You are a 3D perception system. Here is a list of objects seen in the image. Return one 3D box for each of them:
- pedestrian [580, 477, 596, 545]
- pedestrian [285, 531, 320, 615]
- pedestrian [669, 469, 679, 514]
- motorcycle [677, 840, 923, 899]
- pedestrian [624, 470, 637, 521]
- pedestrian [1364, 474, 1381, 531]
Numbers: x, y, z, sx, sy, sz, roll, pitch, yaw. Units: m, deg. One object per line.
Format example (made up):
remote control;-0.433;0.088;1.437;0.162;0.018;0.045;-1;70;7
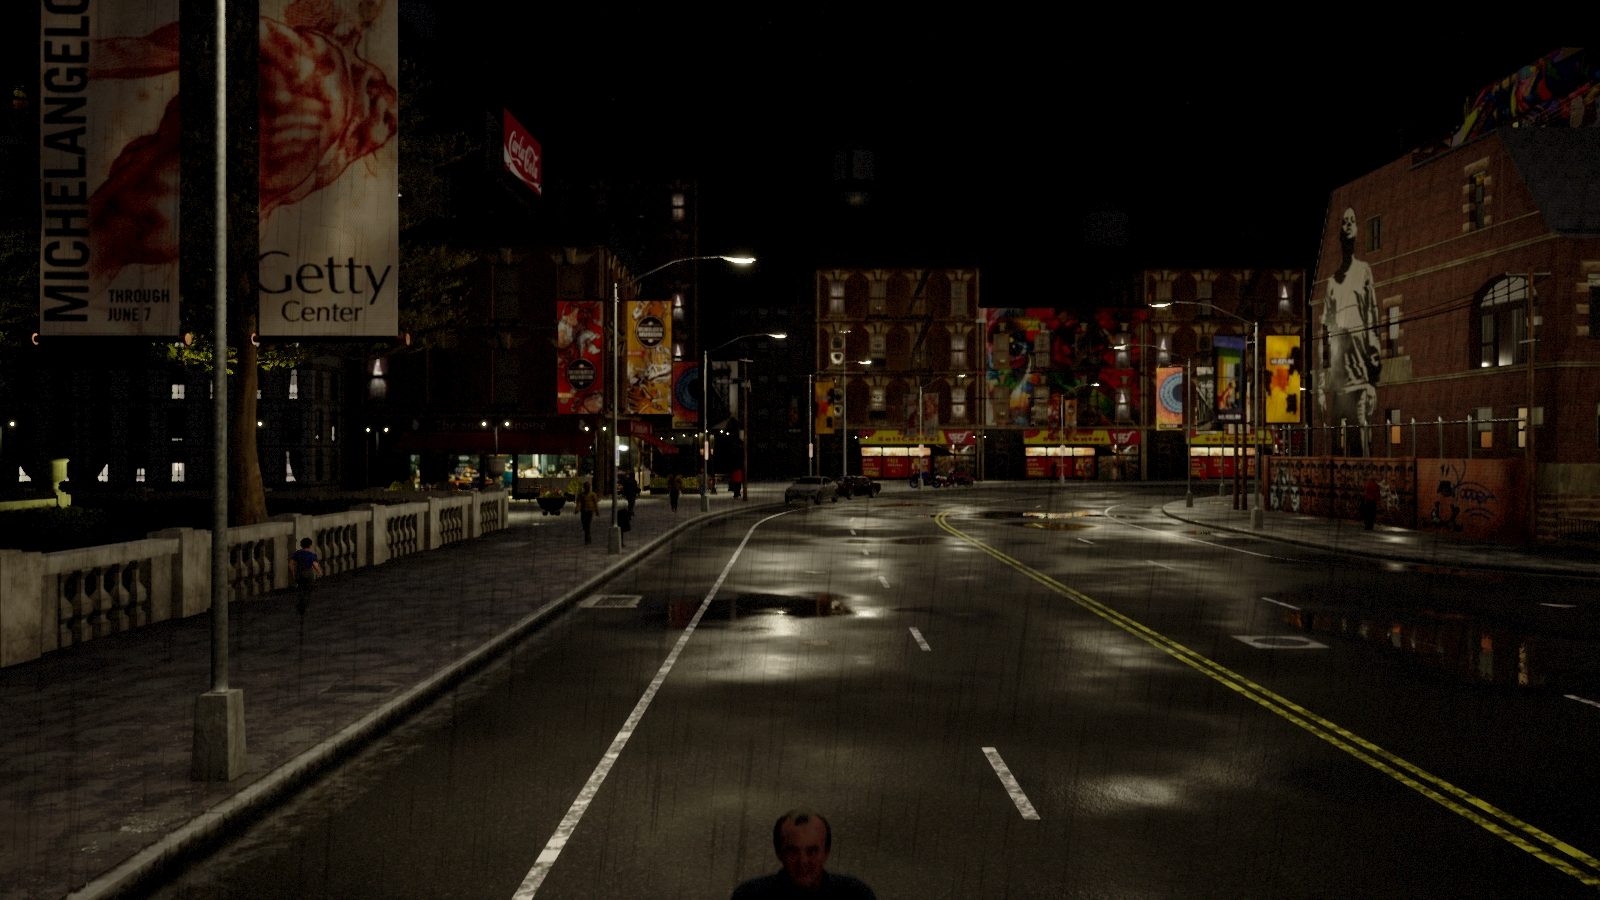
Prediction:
pedestrian;-5.874;1.696;31.714;0.375;1.860;0.375;0;0;1
pedestrian;-8.045;1.979;18.468;0.375;1.300;0.375;0;0;8
pedestrian;-5.157;1.697;46.836;0.375;1.860;0.375;0;0;1
motorcycle;-0.002;2.182;3.678;0.856;1.236;1.805;0;0;0
pedestrian;-6.317;1.697;42.560;0.375;1.860;0.375;0;0;9
pedestrian;18.544;1.697;37.031;0.375;1.860;0.375;0;0;1
